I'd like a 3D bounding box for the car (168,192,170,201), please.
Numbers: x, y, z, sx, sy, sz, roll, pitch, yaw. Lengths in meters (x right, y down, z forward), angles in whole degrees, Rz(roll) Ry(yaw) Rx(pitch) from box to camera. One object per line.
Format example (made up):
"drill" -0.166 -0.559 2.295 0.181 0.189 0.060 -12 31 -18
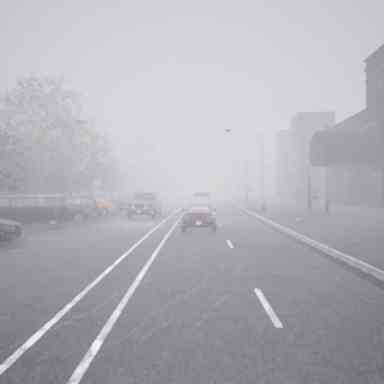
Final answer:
"car" -6.898 1.158 60.296 4.674 1.452 2.002 -1 0 -15

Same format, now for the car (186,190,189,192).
"car" -4.207 0.981 86.860 4.892 1.521 2.231 -1 0 -13

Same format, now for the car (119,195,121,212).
"car" -8.751 1.289 30.659 4.792 1.488 2.163 -1 0 -18

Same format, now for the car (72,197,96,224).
"car" -9.122 1.319 21.746 5.008 1.535 2.097 -1 0 -18

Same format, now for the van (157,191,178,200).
"van" -5.636 0.833 75.012 4.442 1.987 1.878 -1 1 -14

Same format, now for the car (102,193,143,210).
"car" -8.312 1.082 39.556 4.553 1.767 2.185 -1 1 -17

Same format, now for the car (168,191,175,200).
"car" -6.378 1.138 66.175 4.674 1.452 2.002 -1 0 -15

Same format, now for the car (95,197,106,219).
"car" -8.984 1.172 24.715 4.553 1.767 2.185 -1 1 -18

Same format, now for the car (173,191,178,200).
"car" -6.292 1.086 69.087 5.366 1.575 1.946 -1 0 -15

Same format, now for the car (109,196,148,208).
"car" -8.175 1.232 42.521 4.674 1.452 2.002 -1 0 -17

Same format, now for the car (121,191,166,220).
"car" -3.704 1.017 26.597 2.150 2.045 5.566 0 0 2

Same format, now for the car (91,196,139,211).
"car" -8.510 1.225 36.589 4.892 1.521 2.231 -1 0 -17

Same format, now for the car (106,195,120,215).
"car" -8.898 1.278 27.679 5.008 1.535 2.097 -1 1 -18

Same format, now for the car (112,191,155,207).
"car" -8.021 0.927 45.470 5.566 2.045 2.435 -1 1 -17

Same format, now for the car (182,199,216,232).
"car" 0.391 1.375 19.038 1.812 1.442 4.674 0 0 1

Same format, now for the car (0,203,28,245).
"car" -9.347 1.387 12.837 5.008 1.535 2.097 -1 0 -19

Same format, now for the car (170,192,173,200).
"car" -6.626 1.148 63.238 4.674 1.452 2.002 0 0 -15

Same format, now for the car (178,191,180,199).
"car" -5.816 1.072 72.089 5.008 1.535 2.097 -1 0 -15

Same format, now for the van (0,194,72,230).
"van" -9.314 1.117 18.728 4.442 1.987 1.878 -1 1 -19

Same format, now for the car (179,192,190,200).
"car" -0.905 1.144 67.749 1.994 1.385 4.181 0 0 5

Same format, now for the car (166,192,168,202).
"car" -7.193 1.133 54.426 5.366 1.575 1.946 -1 0 -16

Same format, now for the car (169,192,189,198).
"car" -3.656 0.931 92.715 5.366 1.575 1.946 -1 1 -13

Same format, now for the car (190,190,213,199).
"car" 1.247 0.936 39.354 2.150 2.045 5.566 0 0 3

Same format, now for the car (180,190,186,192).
"car" -4.519 0.875 83.912 4.553 1.767 2.185 -1 1 -14

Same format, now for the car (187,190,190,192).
"car" -3.661 0.950 89.853 5.366 1.575 1.946 -1 0 -13
